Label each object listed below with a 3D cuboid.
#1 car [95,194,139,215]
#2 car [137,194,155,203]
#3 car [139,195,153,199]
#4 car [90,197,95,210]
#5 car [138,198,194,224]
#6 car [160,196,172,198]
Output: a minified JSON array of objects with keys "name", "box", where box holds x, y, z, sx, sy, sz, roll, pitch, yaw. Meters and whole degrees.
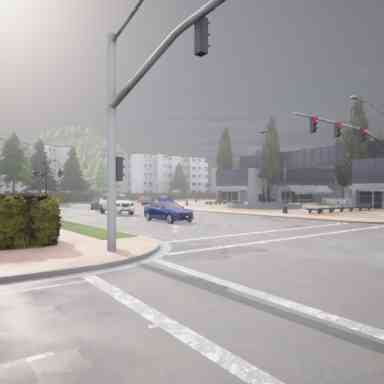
[{"name":"car","box":[-7.659,1.221,33.513,2.150,2.045,5.566,0,0,-32]},{"name":"car","box":[-9.346,1.352,68.092,2.097,1.767,4.553,0,0,15]},{"name":"car","box":[-7.350,1.548,56.046,2.033,1.411,5.357,0,0,-1]},{"name":"car","box":[-11.973,1.352,42.899,2.097,1.767,4.553,0,0,-17]},{"name":"car","box":[-1.850,1.478,25.334,1.882,1.535,5.008,0,0,-37]},{"name":"car","box":[-5.332,1.477,69.565,1.882,1.535,5.008,0,0,20]}]
